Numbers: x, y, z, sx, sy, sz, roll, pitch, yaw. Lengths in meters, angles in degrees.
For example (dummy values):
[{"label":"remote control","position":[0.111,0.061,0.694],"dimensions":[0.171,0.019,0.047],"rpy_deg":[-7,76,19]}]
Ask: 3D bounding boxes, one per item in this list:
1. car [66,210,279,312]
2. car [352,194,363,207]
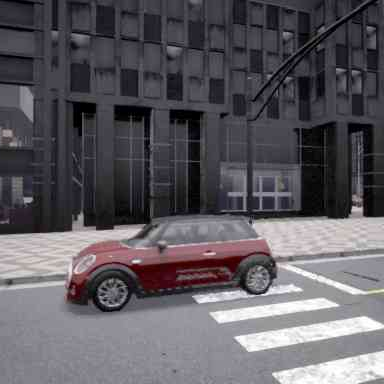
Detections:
[{"label":"car","position":[-0.444,1.348,7.570],"dimensions":[4.553,1.767,2.097],"rpy_deg":[-1,0,-17]},{"label":"car","position":[20.874,1.075,43.577],"dimensions":[2.097,1.767,4.553],"rpy_deg":[0,0,-17]}]
